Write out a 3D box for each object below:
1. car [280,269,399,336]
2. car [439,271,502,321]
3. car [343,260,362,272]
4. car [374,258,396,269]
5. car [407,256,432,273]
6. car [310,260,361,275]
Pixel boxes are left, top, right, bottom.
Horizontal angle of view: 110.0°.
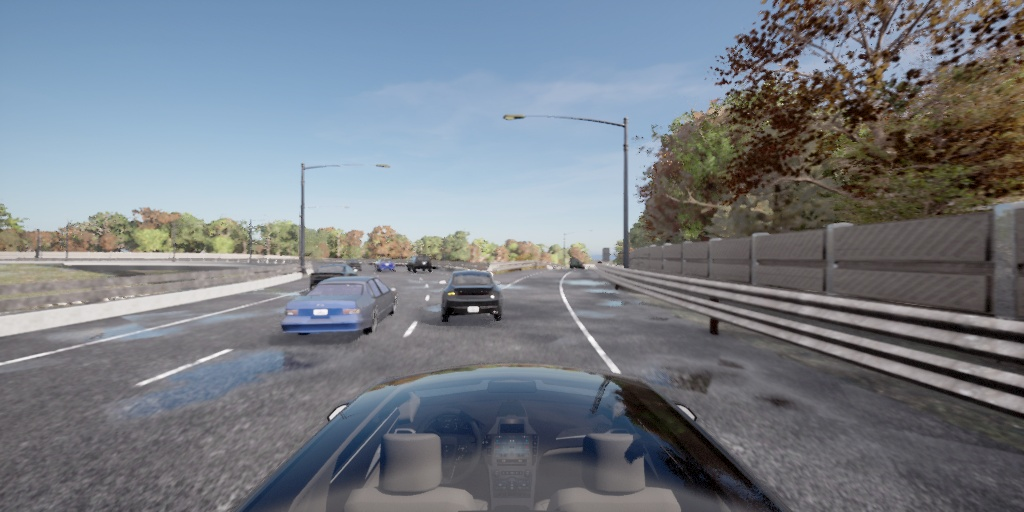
[{"bbox_3d":[-4.618,1.294,10.453,2.033,1.411,5.357,0,0,-8],"label":"car"},{"bbox_3d":[-1.455,1.256,12.519,1.837,1.490,4.892,0,0,-9],"label":"car"},{"bbox_3d":[-21.350,1.242,47.901,1.837,1.490,4.892,0,0,-29],"label":"car"},{"bbox_3d":[-16.403,1.094,46.166,2.097,1.767,4.553,0,0,-27],"label":"car"},{"bbox_3d":[-11.386,0.969,44.055,2.150,2.045,5.566,0,0,-26],"label":"car"},{"bbox_3d":[-10.453,1.221,21.365,1.882,1.535,5.008,0,0,-14],"label":"car"}]
